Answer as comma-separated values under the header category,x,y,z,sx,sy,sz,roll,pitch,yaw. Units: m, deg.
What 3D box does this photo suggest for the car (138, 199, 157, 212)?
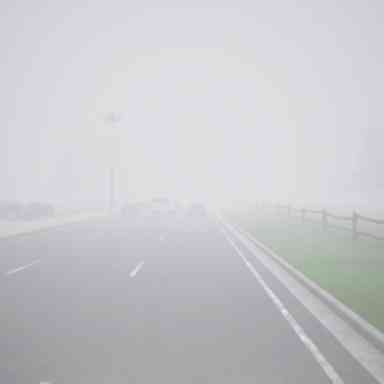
category,x,y,z,sx,sy,sz,roll,pitch,yaw
car,-6.212,1.857,47.190,1.882,1.535,5.008,0,0,2

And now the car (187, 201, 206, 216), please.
category,x,y,z,sx,sy,sz,roll,pitch,yaw
car,0.519,1.895,36.691,1.994,1.385,4.181,0,-1,2

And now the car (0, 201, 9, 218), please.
category,x,y,z,sx,sy,sz,roll,pitch,yaw
car,-18.196,1.663,32.662,2.128,1.511,4.902,0,-1,1

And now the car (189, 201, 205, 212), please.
category,x,y,z,sx,sy,sz,roll,pitch,yaw
car,0.775,1.970,46.787,2.033,1.411,5.357,0,0,2

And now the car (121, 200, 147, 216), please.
category,x,y,z,sx,sy,sz,roll,pitch,yaw
car,-6.485,1.776,36.685,2.128,1.511,4.902,0,-1,2

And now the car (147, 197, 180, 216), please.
category,x,y,z,sx,sy,sz,roll,pitch,yaw
car,-2.989,1.526,36.305,2.150,2.045,5.566,0,-1,4

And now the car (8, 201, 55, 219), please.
category,x,y,z,sx,sy,sz,roll,pitch,yaw
car,-14.715,1.676,31.507,2.128,1.511,4.902,0,-1,1
